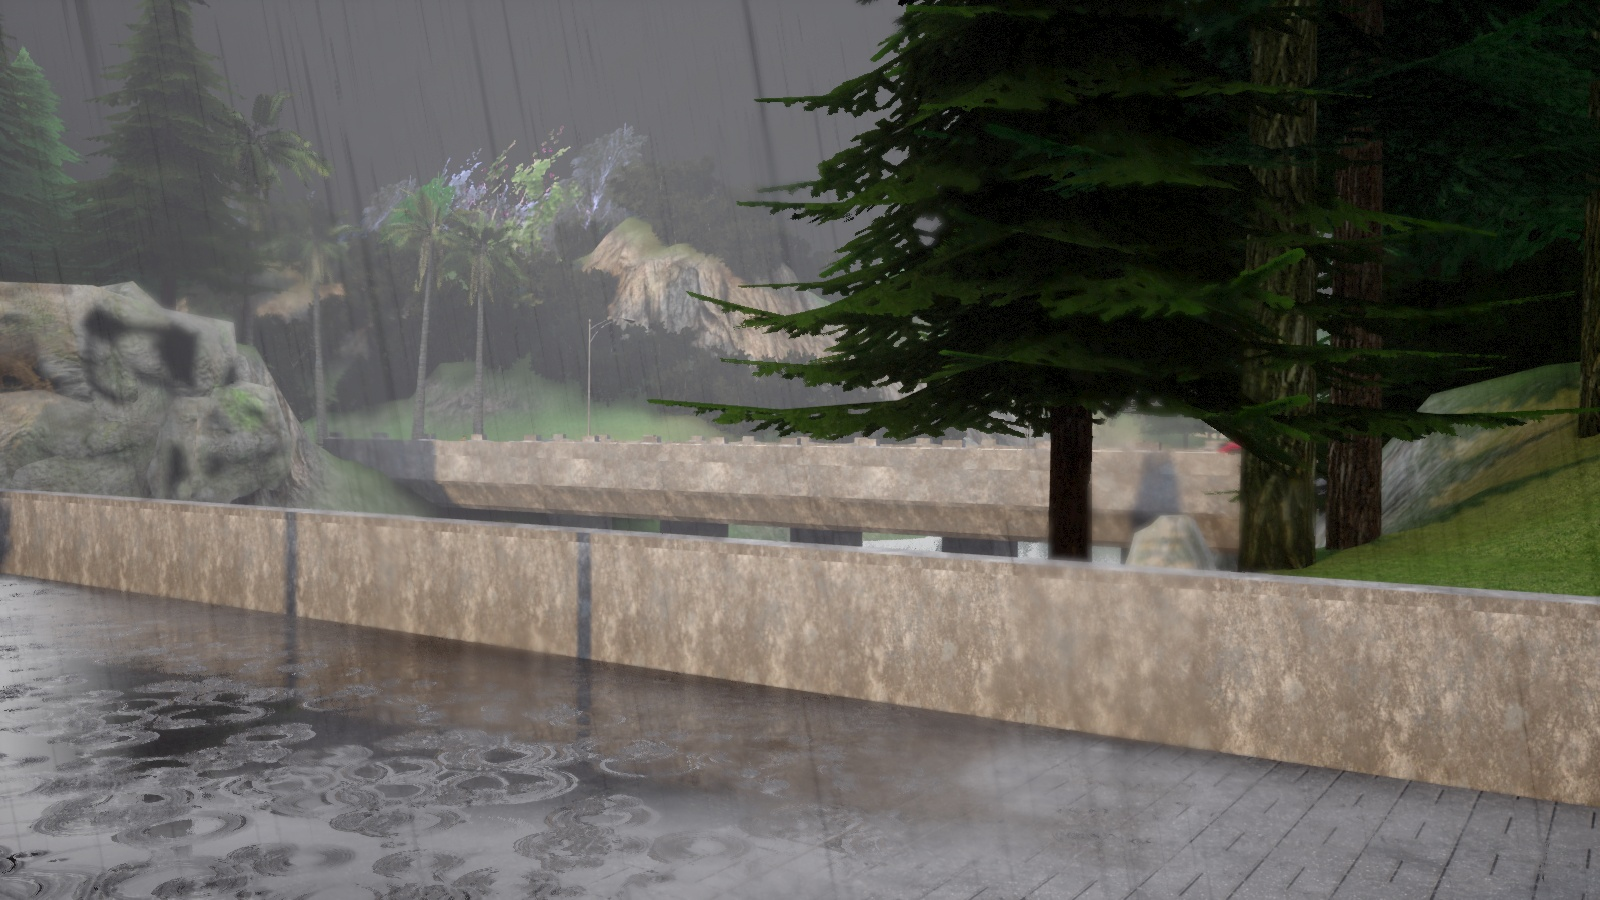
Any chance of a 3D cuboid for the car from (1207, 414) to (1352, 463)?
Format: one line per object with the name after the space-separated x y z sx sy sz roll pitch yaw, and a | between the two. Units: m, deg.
20.848 -0.486 54.724 5.566 2.045 2.150 0 1 34 | car
